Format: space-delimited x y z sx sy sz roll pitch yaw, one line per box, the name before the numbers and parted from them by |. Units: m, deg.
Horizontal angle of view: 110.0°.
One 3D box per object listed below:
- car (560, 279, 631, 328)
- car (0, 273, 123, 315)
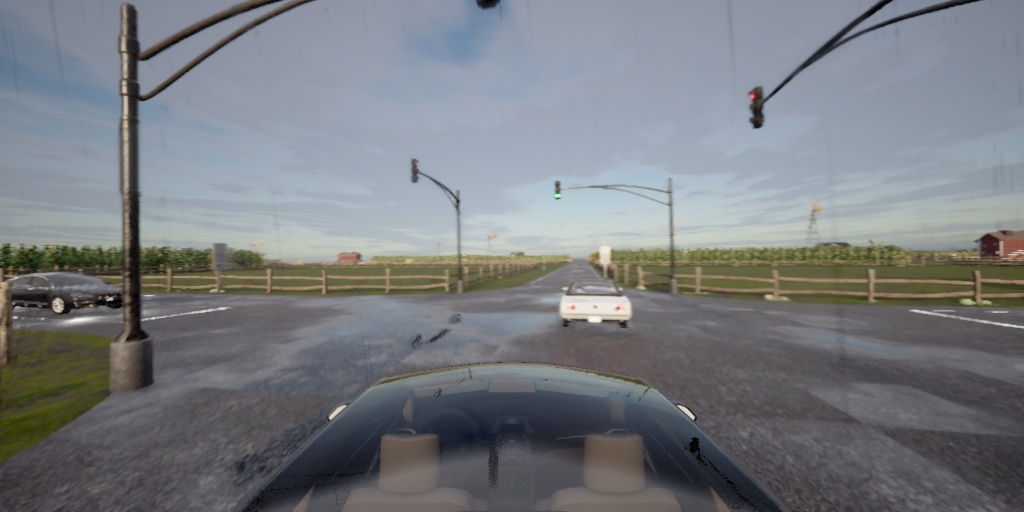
car | 2.621 1.411 11.716 1.895 1.301 4.718 0 0 11
car | -17.797 1.429 14.206 4.892 1.490 1.837 0 -1 11
